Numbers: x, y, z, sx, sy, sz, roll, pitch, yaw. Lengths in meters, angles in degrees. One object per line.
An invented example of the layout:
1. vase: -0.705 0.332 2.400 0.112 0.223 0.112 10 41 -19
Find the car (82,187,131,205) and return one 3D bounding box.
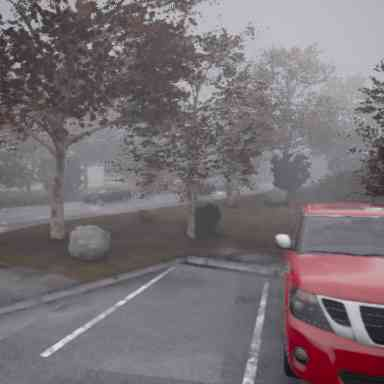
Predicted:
1. car: -8.168 0.324 32.000 1.882 1.535 5.008 2 4 37

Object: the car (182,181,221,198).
1. car: 0.851 -0.201 38.181 2.128 1.511 4.902 2 4 37

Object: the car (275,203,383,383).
1. car: 2.642 1.232 5.517 2.435 2.045 5.566 1 -1 16

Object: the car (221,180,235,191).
1. car: 4.510 -0.929 48.658 1.837 1.490 4.892 2 4 37
